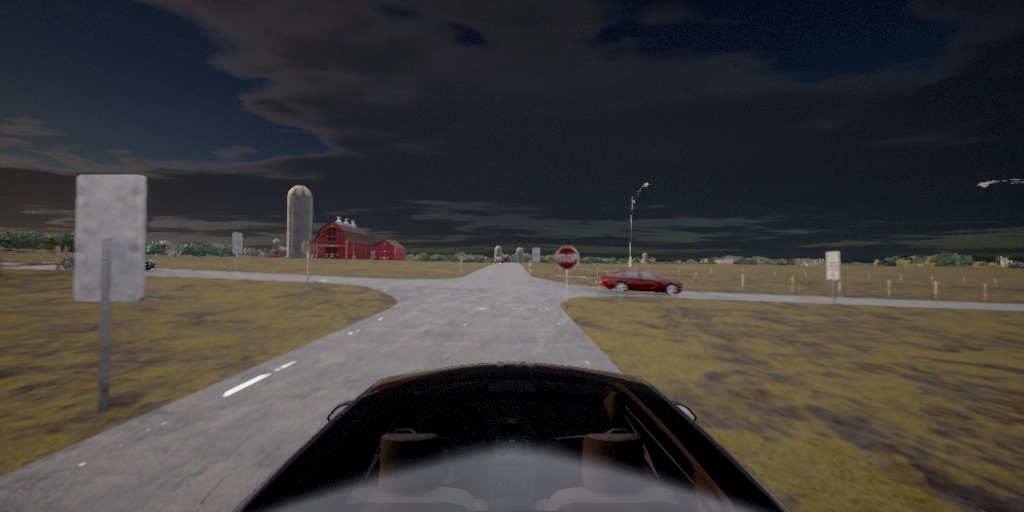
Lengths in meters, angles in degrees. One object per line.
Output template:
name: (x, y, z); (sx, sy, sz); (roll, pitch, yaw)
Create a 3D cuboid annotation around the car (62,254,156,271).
car: (-24.868, 0.260, 22.246); (4.181, 1.385, 1.994); (3, -1, 0)

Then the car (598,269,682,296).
car: (7.993, 1.585, 22.436); (5.008, 1.535, 1.882); (2, -1, 0)
